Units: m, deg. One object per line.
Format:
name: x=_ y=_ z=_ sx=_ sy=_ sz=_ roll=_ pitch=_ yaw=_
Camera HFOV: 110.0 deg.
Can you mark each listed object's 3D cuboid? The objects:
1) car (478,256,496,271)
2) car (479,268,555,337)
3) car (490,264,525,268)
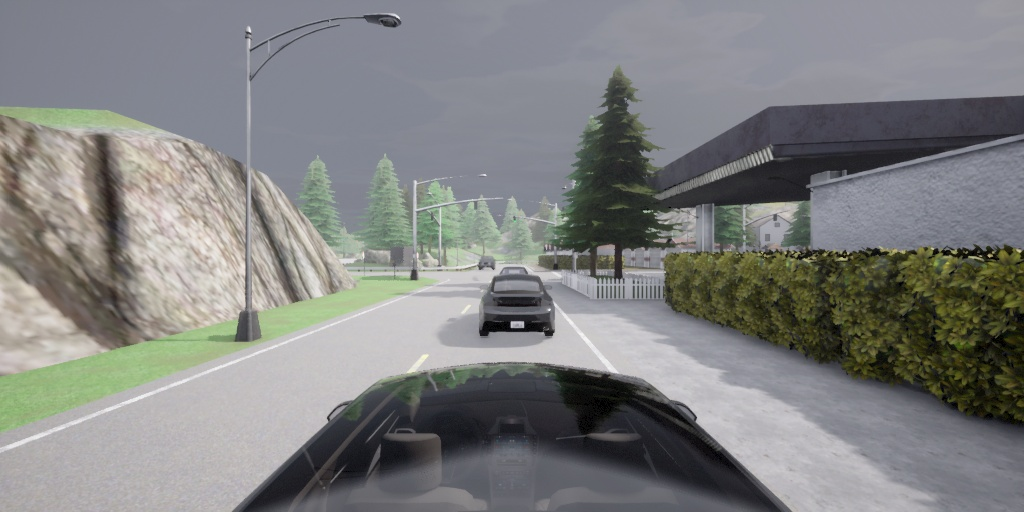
car: x=-3.488 y=0.971 z=50.264 sx=2.150 sy=2.045 sz=5.566 roll=0 pitch=0 yaw=0
car: x=0.120 y=1.255 z=10.280 sx=1.837 sy=1.490 sz=4.892 roll=0 pitch=0 yaw=0
car: x=0.118 y=1.298 z=20.190 sx=2.033 sy=1.411 sz=5.357 roll=0 pitch=0 yaw=2
